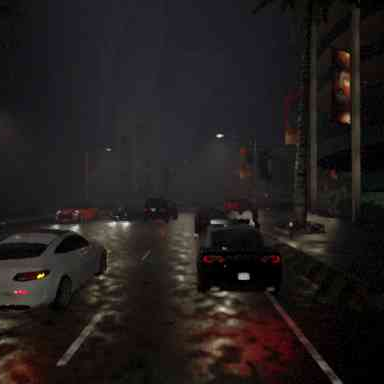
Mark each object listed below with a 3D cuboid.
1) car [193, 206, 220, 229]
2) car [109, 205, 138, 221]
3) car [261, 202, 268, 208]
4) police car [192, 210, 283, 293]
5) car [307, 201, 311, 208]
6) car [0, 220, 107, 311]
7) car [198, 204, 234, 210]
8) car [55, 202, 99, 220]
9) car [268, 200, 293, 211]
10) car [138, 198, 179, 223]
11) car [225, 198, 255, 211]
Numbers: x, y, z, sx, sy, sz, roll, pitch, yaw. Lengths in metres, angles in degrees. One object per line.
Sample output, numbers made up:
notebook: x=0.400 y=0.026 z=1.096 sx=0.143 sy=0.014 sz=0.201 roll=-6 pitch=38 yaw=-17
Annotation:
car: x=1.133 y=1.832 z=24.799 sx=1.812 sy=1.442 sz=4.674 roll=0 pitch=-1 yaw=4
car: x=-5.906 y=1.938 z=31.729 sx=2.033 sy=1.411 sz=5.357 roll=0 pitch=-1 yaw=13
car: x=15.298 y=2.251 z=62.935 sx=5.008 sy=1.535 sz=1.882 roll=0 pitch=-1 yaw=-25
police car: x=1.053 y=1.542 z=9.336 sx=1.930 sy=1.638 sz=5.238 roll=0 pitch=-1 yaw=0
car: x=21.821 y=2.364 z=61.784 sx=4.718 sy=1.301 sz=1.895 roll=0 pitch=-1 yaw=-17
car: x=-3.398 y=1.624 z=7.857 sx=1.812 sy=1.442 sz=4.674 roll=0 pitch=-1 yaw=0
car: x=1.056 y=1.715 z=19.225 sx=1.882 sy=1.535 sz=5.008 roll=0 pitch=-1 yaw=0
car: x=-9.796 y=1.705 z=28.718 sx=2.097 sy=1.767 sz=4.553 roll=0 pitch=-1 yaw=8
car: x=14.320 y=2.097 z=50.388 sx=5.008 sy=1.535 sz=1.882 roll=1 pitch=-1 yaw=-35
car: x=-2.634 y=1.578 z=28.992 sx=2.150 sy=2.045 sz=5.566 roll=0 pitch=-1 yaw=9
car: x=6.119 y=1.734 z=41.878 sx=2.150 sy=2.045 sz=5.566 roll=0 pitch=-1 yaw=37
